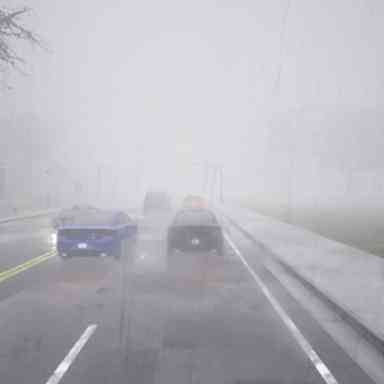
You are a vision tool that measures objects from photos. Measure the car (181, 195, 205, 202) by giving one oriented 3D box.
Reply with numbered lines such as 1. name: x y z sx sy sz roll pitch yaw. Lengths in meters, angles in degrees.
1. car: 0.110 1.083 30.252 2.097 1.767 4.553 0 0 0

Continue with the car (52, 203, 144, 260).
1. car: -3.145 1.370 12.031 1.882 1.535 5.008 0 1 0

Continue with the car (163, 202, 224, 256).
1. car: 0.107 1.365 12.680 1.882 1.535 5.008 0 0 0

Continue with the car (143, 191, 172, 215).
1. car: -3.140 0.949 30.645 2.150 2.045 5.566 0 0 0

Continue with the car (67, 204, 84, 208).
1. car: -6.593 1.390 19.599 1.994 1.385 4.181 0 0 0
